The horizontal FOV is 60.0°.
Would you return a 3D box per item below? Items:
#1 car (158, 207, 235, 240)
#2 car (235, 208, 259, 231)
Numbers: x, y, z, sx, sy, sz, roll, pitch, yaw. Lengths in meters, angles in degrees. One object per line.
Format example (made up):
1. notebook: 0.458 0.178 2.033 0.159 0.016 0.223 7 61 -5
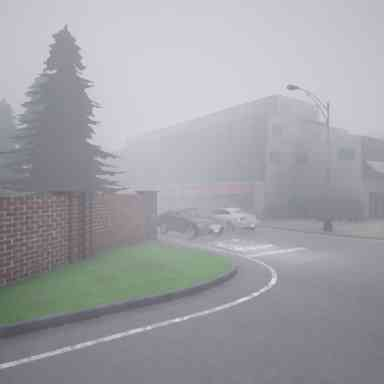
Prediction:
1. car: -0.168 1.672 18.634 2.128 1.511 4.902 0 0 -35
2. car: 2.261 1.706 21.291 1.812 1.442 4.674 0 0 -33
